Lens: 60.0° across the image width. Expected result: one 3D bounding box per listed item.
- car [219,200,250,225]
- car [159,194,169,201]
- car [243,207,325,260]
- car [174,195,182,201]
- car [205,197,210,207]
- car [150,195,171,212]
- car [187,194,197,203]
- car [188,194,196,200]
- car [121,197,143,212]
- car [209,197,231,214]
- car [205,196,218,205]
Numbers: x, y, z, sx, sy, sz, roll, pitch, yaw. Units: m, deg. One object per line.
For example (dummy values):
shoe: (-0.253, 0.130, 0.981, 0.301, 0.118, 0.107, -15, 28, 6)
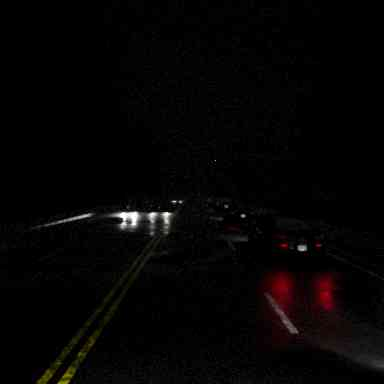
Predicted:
car: (3.238, 1.466, 23.098, 1.994, 1.385, 4.181, 0, 0, 0)
car: (-6.542, 1.295, 78.166, 1.882, 1.535, 5.008, 0, 0, 0)
car: (3.244, 1.470, 12.097, 1.812, 1.442, 4.674, 0, 0, 0)
car: (-3.292, 1.412, 77.721, 1.895, 1.301, 4.718, 0, 0, 0)
car: (3.226, 1.398, 45.099, 1.994, 1.385, 4.181, 0, 0, 0)
car: (-3.363, 1.363, 36.242, 1.837, 1.490, 4.892, 0, 0, 0)
car: (-0.034, 1.358, 64.330, 2.033, 1.411, 5.357, 0, 0, 0)
car: (-0.045, 1.180, 84.199, 2.033, 1.411, 5.357, 0, 0, 0)
car: (-6.613, 1.347, 36.898, 2.128, 1.511, 4.902, 0, 0, 0)
car: (3.232, 1.369, 34.128, 2.163, 1.488, 4.792, 0, 0, 0)
car: (3.220, 1.415, 56.130, 1.895, 1.301, 4.718, 0, 0, 0)
